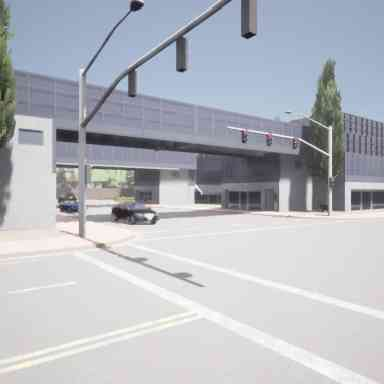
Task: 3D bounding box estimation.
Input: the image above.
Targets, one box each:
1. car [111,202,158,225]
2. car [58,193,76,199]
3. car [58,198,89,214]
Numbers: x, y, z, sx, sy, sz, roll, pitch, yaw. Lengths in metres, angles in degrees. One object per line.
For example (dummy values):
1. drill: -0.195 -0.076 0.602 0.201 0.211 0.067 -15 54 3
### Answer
1. car: -4.238 1.492 24.013 2.128 1.511 4.902 0 0 -36
2. car: -23.749 1.221 63.027 2.150 2.045 5.566 0 0 -36
3. car: -12.685 1.600 35.622 1.895 1.301 4.718 0 0 -36
